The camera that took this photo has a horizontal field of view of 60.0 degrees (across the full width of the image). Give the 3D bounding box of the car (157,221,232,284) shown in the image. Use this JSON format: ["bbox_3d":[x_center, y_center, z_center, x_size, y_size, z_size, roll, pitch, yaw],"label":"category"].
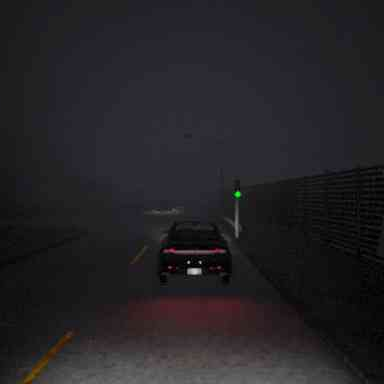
[{"bbox_3d":[0.075,1.610,9.972,2.128,1.511,4.902,0,-1,0],"label":"car"}]

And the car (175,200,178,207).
[{"bbox_3d":[-4.025,2.288,58.917,1.895,1.301,4.718,0,-1,0],"label":"car"}]

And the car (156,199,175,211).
[{"bbox_3d":[-4.060,1.930,49.553,2.097,1.767,4.553,0,-1,0],"label":"car"}]

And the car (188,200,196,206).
[{"bbox_3d":[0.055,2.488,76.562,1.895,1.301,4.718,0,-1,0],"label":"car"}]

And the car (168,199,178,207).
[{"bbox_3d":[-3.951,2.287,69.353,1.882,1.535,5.008,0,-1,0],"label":"car"}]
